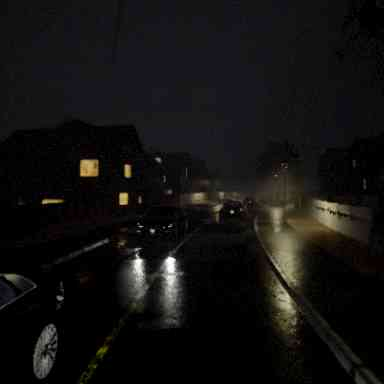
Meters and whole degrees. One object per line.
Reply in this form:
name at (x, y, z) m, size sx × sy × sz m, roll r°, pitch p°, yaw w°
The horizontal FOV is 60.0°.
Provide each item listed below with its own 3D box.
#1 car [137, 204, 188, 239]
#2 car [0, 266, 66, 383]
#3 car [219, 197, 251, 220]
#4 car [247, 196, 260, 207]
car at (-1.383, 1.419, 17.132) m, size 1.837 × 1.490 × 4.892 m, roll 0°, pitch 1°, yaw 9°
car at (-2.670, 1.482, 2.598) m, size 2.128 × 1.511 × 4.902 m, roll 0°, pitch 0°, yaw 2°
car at (3.338, 1.384, 26.071) m, size 1.994 × 1.385 × 4.181 m, roll 0°, pitch 1°, yaw 13°
car at (7.621, 1.141, 42.578) m, size 1.994 × 1.385 × 4.181 m, roll 0°, pitch 1°, yaw 15°
